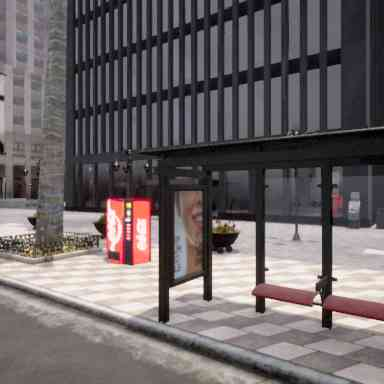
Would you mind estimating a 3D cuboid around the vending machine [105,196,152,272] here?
[{"bbox_3d":[-1.909,1.195,10.028,0.880,2.100,1.100,0,0,36],"label":"vending machine"}]
